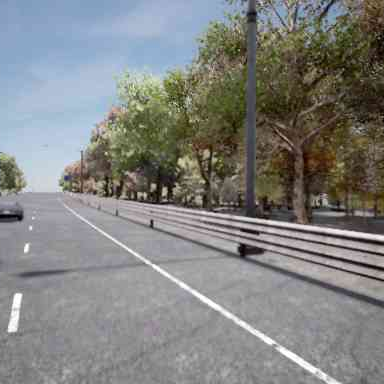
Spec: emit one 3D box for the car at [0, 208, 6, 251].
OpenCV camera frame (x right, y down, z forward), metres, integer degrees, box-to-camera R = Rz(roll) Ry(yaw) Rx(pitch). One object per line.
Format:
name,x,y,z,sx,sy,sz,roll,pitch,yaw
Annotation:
car,-6.205,1.394,8.607,1.882,1.535,5.008,0,0,-25

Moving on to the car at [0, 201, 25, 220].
car,-13.765,1.353,25.081,1.994,1.385,4.181,0,0,-24
